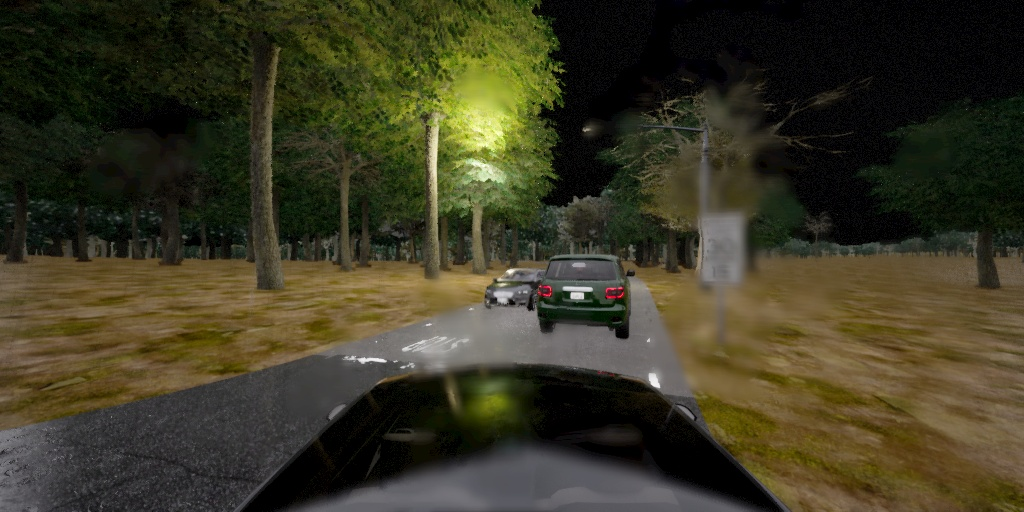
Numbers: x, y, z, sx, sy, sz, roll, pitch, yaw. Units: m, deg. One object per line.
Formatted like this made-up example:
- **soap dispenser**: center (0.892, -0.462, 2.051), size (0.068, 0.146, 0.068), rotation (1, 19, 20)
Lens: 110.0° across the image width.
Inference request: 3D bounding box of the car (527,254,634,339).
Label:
- **car**: center (2.312, 0.976, 10.464), size (2.150, 2.045, 5.566), rotation (0, 0, 19)

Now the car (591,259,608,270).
- **car**: center (12.819, 1.185, 52.697), size (1.812, 1.442, 4.674), rotation (-1, 1, 6)

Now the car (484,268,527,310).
- **car**: center (0.449, 1.255, 14.664), size (2.128, 1.511, 4.902), rotation (0, 0, 19)

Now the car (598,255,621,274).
- **car**: center (11.404, 0.945, 42.291), size (2.150, 2.045, 5.566), rotation (0, 0, 11)
